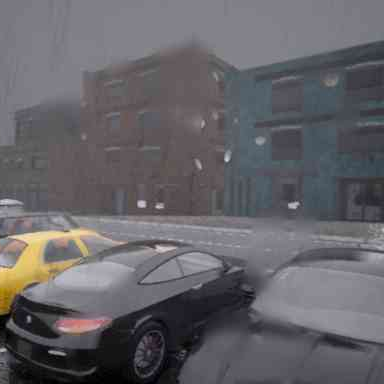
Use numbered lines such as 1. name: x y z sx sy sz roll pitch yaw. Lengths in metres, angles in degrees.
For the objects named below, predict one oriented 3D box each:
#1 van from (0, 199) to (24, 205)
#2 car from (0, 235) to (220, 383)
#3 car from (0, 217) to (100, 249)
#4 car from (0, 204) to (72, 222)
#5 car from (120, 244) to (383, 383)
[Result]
1. van: -7.154 1.245 10.395 1.878 1.987 4.442 0 0 35
2. car: -0.477 1.519 5.485 2.002 1.452 4.674 0 0 36
3. car: -2.634 1.473 7.254 1.946 1.575 5.366 0 0 36
4. car: -4.989 1.348 8.745 2.185 1.767 4.553 0 0 36
5. car: 1.794 1.480 3.874 2.097 1.535 5.008 0 0 36
